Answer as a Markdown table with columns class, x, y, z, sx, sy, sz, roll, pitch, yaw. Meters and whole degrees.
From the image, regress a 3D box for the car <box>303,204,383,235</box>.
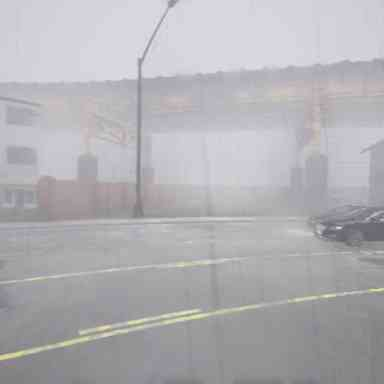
| class | x | y | z | sx | sy | sz | roll | pitch | yaw |
| --- | --- | --- | --- | --- | --- | --- | --- | --- | --- |
| car | 8.139 | 1.381 | 17.099 | 4.181 | 1.385 | 1.994 | 1 | 1 | -5 |

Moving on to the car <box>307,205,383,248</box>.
| class | x | y | z | sx | sy | sz | roll | pitch | yaw |
| --- | --- | --- | --- | --- | --- | --- | --- | --- | --- |
| car | 7.502 | 1.358 | 13.543 | 4.902 | 1.511 | 2.128 | 1 | 1 | -7 |
